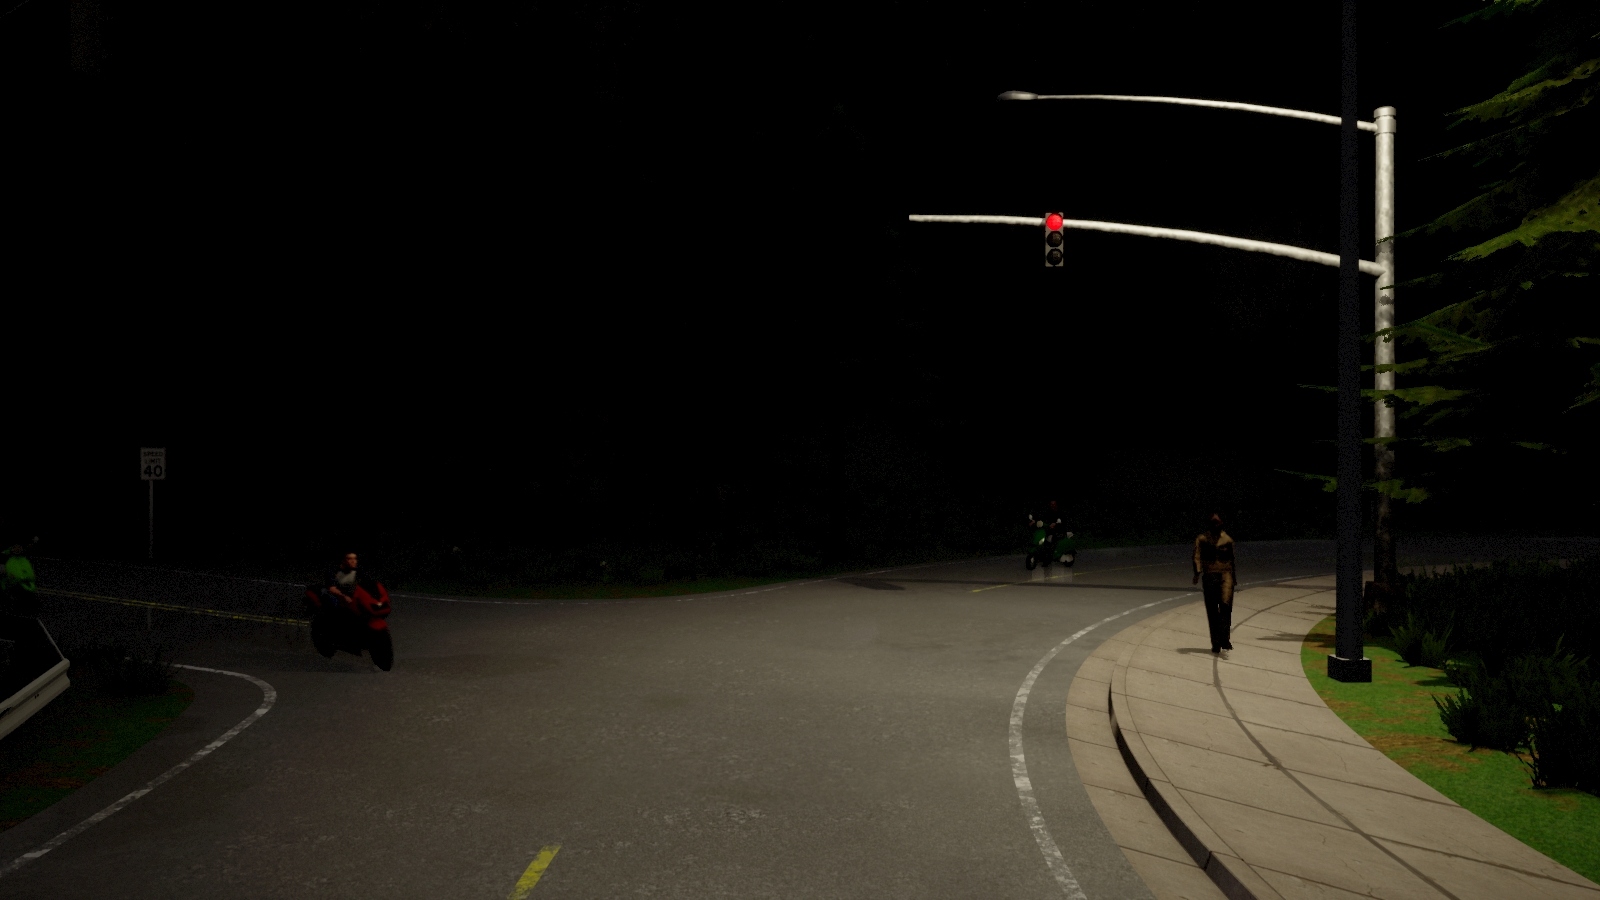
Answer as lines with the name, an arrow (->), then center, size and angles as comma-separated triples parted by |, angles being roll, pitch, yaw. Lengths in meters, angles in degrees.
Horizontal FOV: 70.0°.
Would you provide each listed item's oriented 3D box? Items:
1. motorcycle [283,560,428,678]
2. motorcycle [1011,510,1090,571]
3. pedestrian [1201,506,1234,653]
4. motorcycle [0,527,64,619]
motorcycle -> -5.836, 2.163, 14.943 | 2.033, 1.199, 0.803 | 1, 5, 40
motorcycle -> 5.937, 2.115, 27.011 | 1.805, 1.316, 0.856 | 0, 0, -37
pedestrian -> 5.422, 1.671, 14.849 | 0.375, 1.860, 0.375 | 0, 0, 16
motorcycle -> -13.187, 1.995, 18.866 | 1.805, 1.316, 0.856 | 2, 1, 23
